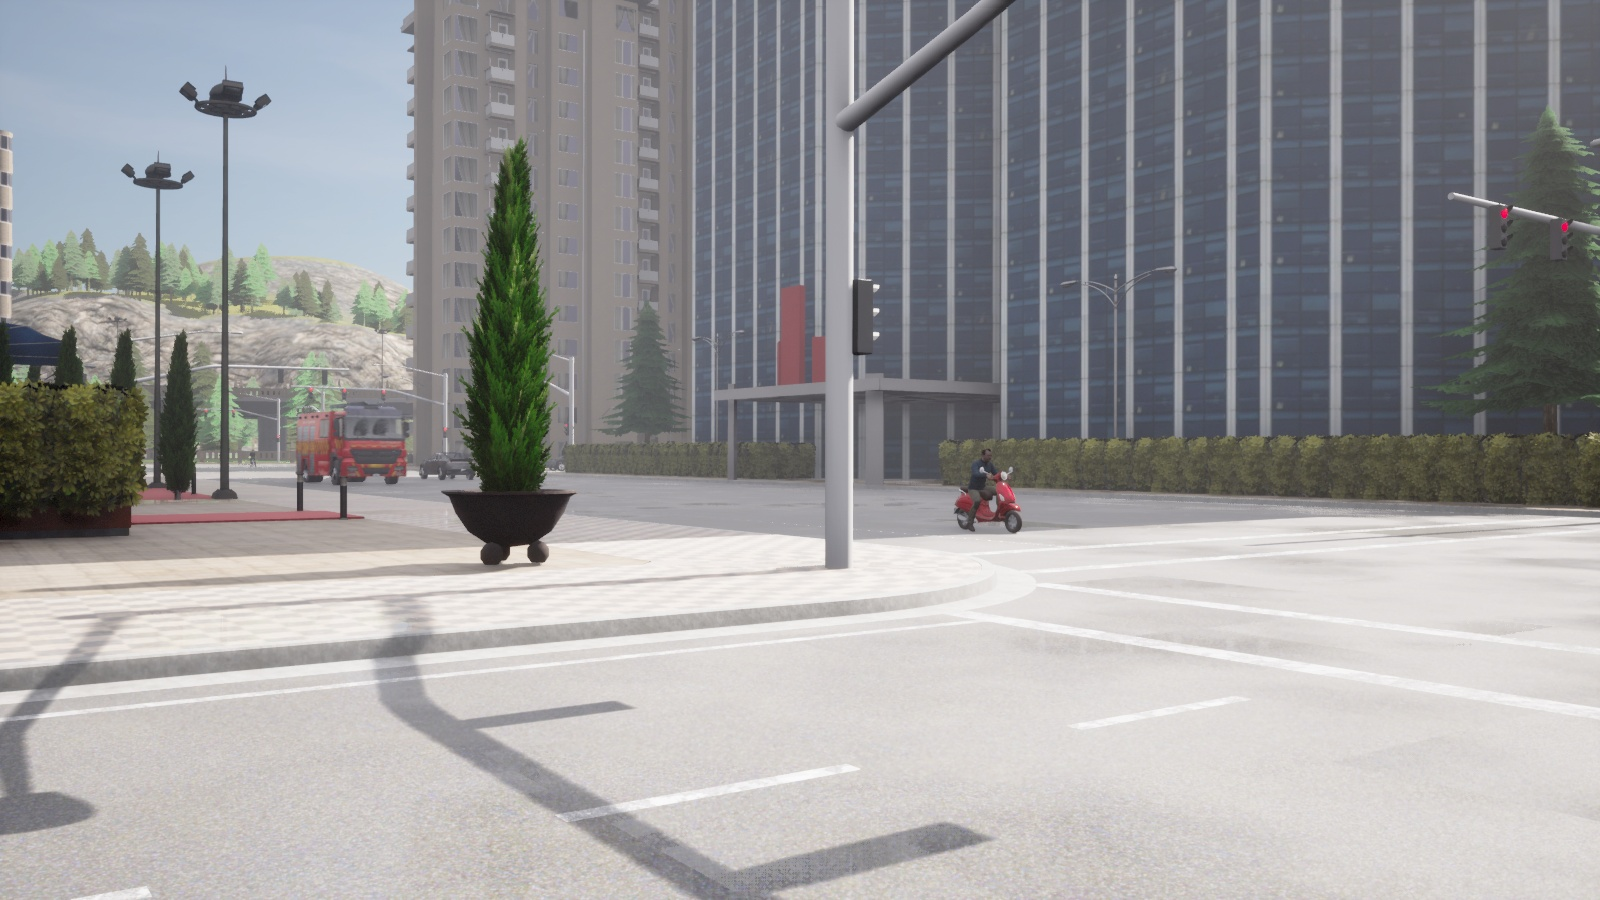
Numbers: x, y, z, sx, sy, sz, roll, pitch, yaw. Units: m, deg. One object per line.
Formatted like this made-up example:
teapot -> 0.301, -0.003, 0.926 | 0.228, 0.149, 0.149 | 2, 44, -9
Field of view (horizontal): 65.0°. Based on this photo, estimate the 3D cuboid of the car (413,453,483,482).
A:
car -> -19.264, 0.910, 68.567 | 2.128, 1.511, 4.902 | 0, 0, -35

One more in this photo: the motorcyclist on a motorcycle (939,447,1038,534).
motorcyclist on a motorcycle -> 3.593, 0.749, 24.057 | 0.866, 1.590, 1.817 | 0, 0, -35

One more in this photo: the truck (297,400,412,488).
truck -> -21.055, -0.231, 58.968 | 2.891, 3.827, 8.468 | 0, 0, -35
